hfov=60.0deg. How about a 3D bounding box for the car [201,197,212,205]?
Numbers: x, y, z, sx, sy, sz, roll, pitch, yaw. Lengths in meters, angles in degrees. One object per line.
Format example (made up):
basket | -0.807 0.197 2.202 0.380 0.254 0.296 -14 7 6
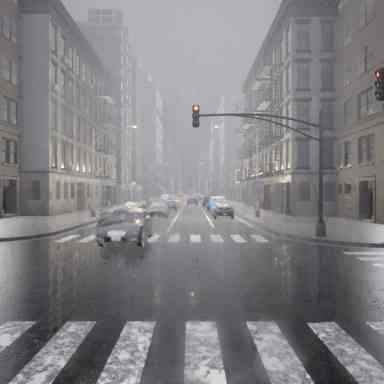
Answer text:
car | 2.633 1.546 61.293 2.008 1.369 4.403 0 0 0

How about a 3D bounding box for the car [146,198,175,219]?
car | -2.856 1.545 29.088 2.033 1.411 5.357 0 0 0

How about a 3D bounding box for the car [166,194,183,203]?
car | -2.817 1.474 52.048 1.882 1.535 5.008 0 0 1

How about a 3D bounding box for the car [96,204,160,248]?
car | -2.855 1.489 14.955 2.128 1.511 4.902 0 0 0

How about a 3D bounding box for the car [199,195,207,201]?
car | 2.634 1.540 82.918 1.887 1.381 4.507 0 0 0

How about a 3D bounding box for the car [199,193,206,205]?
car | 2.633 1.311 50.480 2.192 1.841 5.009 0 0 0

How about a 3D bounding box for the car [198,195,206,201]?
car | 2.634 1.560 88.324 1.947 1.339 4.313 0 0 0

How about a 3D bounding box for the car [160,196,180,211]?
car | -2.852 1.561 40.458 1.994 1.385 4.181 0 0 0

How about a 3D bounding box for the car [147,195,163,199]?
car | -5.421 1.436 45.071 1.967 1.590 4.097 0 0 0

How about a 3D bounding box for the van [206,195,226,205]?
van | 2.632 1.338 34.261 1.690 1.788 3.998 0 0 0

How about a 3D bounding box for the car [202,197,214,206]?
car | 2.633 1.562 55.886 1.947 1.339 4.313 0 0 0

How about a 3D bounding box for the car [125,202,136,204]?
car | -5.396 1.549 23.446 2.008 1.369 4.403 0 0 0

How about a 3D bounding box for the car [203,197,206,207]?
car | 2.632 1.578 39.668 1.802 1.307 4.206 0 0 0

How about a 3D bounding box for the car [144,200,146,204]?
car | -5.402 1.523 28.682 1.752 1.417 4.829 0 0 0

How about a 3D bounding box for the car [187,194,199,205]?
car | 0.085 1.501 57.017 1.837 1.490 4.892 0 0 0

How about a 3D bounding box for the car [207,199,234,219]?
car | 2.632 1.548 28.855 2.008 1.369 4.403 0 0 0

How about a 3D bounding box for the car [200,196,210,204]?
car | 2.634 1.521 66.868 1.752 1.417 4.829 0 0 0

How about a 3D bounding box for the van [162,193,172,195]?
van | -5.446 1.337 66.695 1.690 1.788 3.998 0 0 0

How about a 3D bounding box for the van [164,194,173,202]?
van | -5.458 1.336 77.508 1.690 1.788 3.998 0 0 0
